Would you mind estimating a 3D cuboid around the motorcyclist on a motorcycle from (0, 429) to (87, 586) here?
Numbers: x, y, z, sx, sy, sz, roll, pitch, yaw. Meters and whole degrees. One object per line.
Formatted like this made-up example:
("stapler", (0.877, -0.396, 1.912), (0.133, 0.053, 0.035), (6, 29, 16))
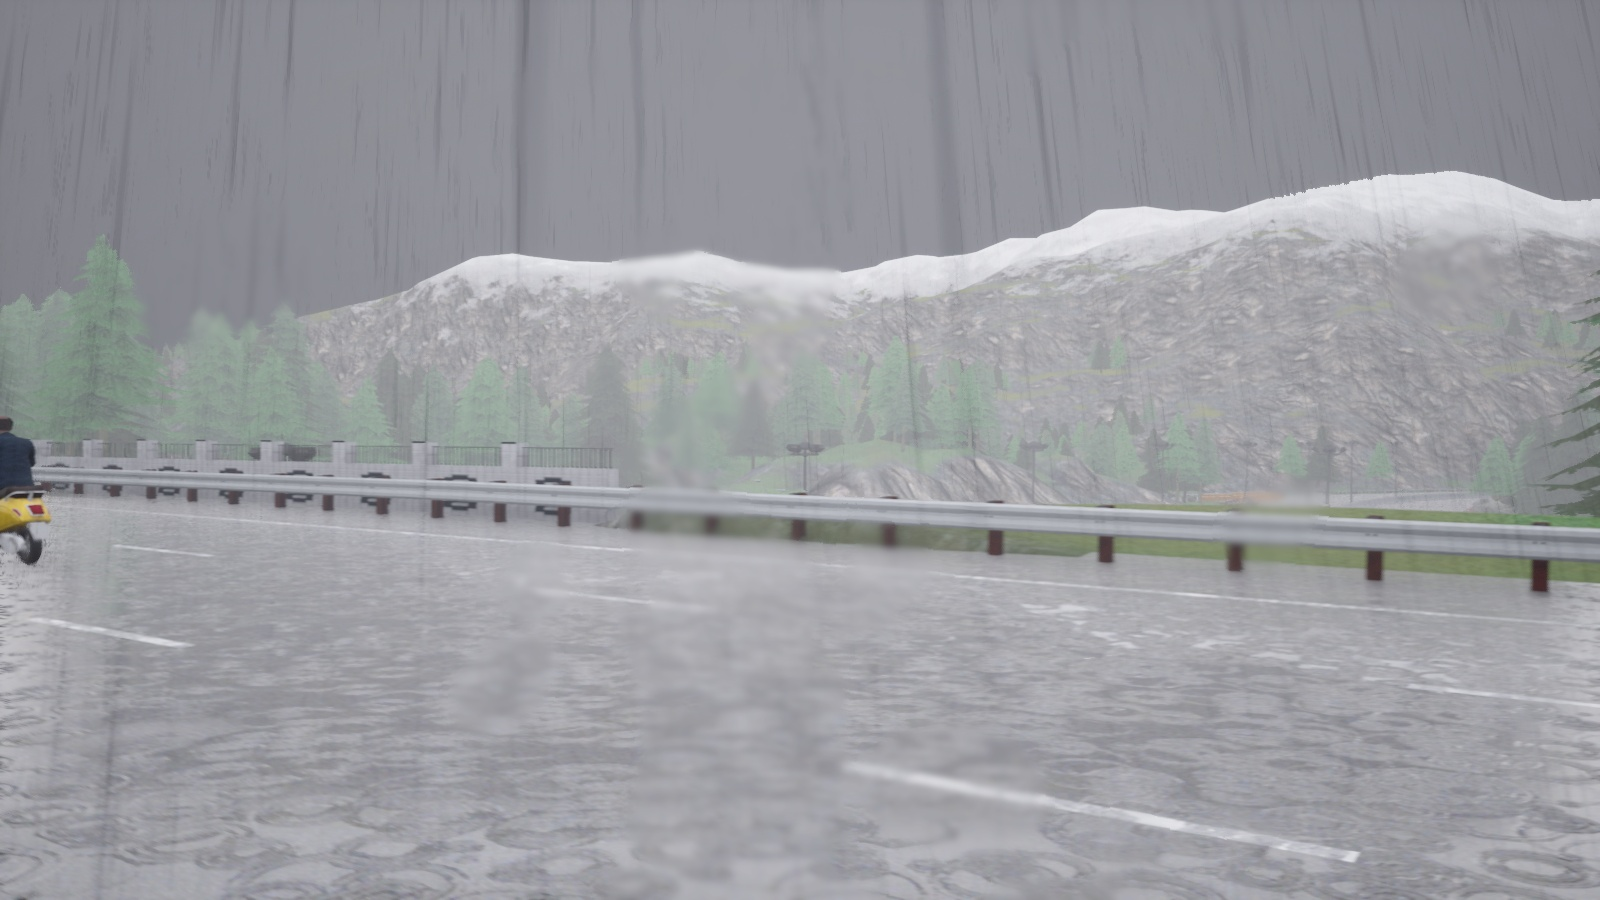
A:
("motorcyclist on a motorcycle", (-8.630, 0.578, 13.558), (1.817, 1.590, 0.866), (0, 1, 34))
